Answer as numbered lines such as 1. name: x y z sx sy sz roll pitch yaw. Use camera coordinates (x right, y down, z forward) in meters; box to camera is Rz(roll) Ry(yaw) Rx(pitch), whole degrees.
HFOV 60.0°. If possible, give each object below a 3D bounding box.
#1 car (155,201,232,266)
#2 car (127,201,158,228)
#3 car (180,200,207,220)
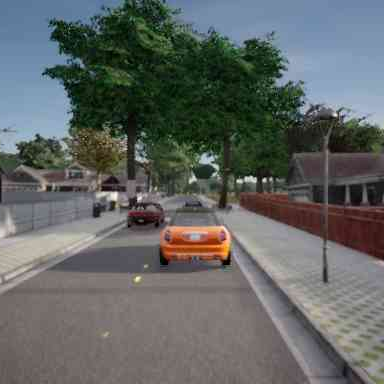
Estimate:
1. car: 0.098 1.278 11.412 2.097 1.767 4.553 0 0 0
2. car: -2.828 1.338 21.044 1.882 1.535 5.008 0 0 0
3. car: 0.110 1.384 26.745 1.994 1.385 4.181 0 0 0
